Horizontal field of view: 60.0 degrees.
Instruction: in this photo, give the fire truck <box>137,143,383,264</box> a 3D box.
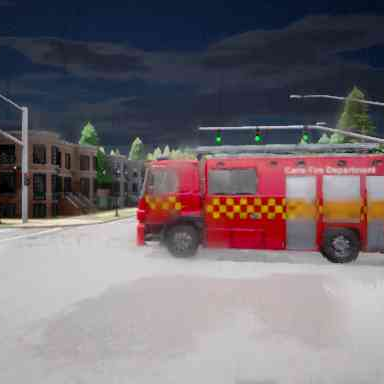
[{"bbox_3d":[2.451,0.342,12.023,8.468,3.827,2.891,0,0,9],"label":"fire truck"}]
